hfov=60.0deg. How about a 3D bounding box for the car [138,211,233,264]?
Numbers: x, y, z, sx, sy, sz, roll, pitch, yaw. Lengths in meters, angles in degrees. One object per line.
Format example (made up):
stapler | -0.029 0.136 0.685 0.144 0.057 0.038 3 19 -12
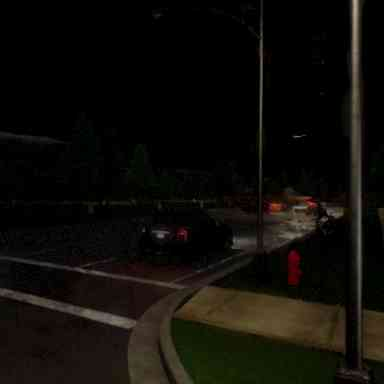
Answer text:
car | -0.053 1.522 12.983 2.097 1.767 4.553 0 -1 28

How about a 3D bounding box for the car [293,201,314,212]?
car | 16.956 2.427 50.998 1.895 1.301 4.718 0 -1 29

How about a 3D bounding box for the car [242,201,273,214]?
car | 8.582 2.119 43.184 1.882 1.535 5.008 0 -1 29

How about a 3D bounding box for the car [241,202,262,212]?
car | 9.314 2.321 51.639 1.994 1.385 4.181 0 -1 29

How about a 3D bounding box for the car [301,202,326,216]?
car | 15.032 2.273 40.375 1.895 1.301 4.718 0 -1 29

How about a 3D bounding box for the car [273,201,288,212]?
car | 13.579 2.161 52.327 2.097 1.767 4.553 0 -1 29

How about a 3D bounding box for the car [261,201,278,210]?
car | 14.108 2.441 60.319 1.812 1.442 4.674 0 -1 29

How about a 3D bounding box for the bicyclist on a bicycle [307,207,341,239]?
bicyclist on a bicycle | 6.749 1.592 17.059 1.656 1.620 0.582 0 -1 29

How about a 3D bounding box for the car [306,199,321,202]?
car | 21.804 2.209 59.791 2.150 2.045 5.566 0 -1 29
